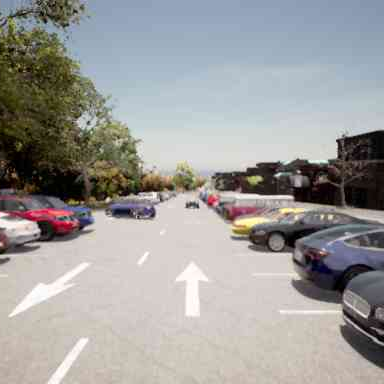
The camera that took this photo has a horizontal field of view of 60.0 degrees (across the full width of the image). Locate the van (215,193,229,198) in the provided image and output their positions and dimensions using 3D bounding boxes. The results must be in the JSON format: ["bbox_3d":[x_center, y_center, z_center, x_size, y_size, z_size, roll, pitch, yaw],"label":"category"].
[{"bbox_3d":[4.843,1.248,32.813,4.442,1.987,1.878,0,0,0],"label":"van"}]

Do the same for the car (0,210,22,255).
[{"bbox_3d":[-8.335,1.462,10.194,5.008,1.535,2.097,0,0,0],"label":"car"}]

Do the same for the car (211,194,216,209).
[{"bbox_3d":[4.694,1.351,35.616,4.553,1.767,2.185,0,0,0],"label":"car"}]

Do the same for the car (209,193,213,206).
[{"bbox_3d":[4.753,1.355,41.223,4.553,1.767,2.185,0,0,0],"label":"car"}]

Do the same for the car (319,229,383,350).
[{"bbox_3d":[4.747,1.469,4.788,4.892,1.521,2.231,0,0,0],"label":"car"}]

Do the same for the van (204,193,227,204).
[{"bbox_3d":[4.591,1.275,66.451,4.442,1.987,1.878,0,0,0],"label":"van"}]

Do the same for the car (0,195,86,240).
[{"bbox_3d":[-8.314,1.209,15.762,5.566,2.045,2.435,0,0,0],"label":"car"}]

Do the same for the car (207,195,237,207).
[{"bbox_3d":[4.684,1.365,52.436,4.553,1.767,2.185,0,0,0],"label":"car"}]

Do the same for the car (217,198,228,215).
[{"bbox_3d":[4.759,1.499,27.206,4.792,1.488,2.163,0,0,0],"label":"car"}]

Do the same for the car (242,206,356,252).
[{"bbox_3d":[4.743,1.459,13.193,5.008,1.535,2.097,0,0,0],"label":"car"}]

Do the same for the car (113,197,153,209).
[{"bbox_3d":[-8.175,1.482,46.424,5.366,1.575,1.946,0,0,0],"label":"car"}]

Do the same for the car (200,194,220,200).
[{"bbox_3d":[4.879,1.374,91.691,5.366,1.575,1.946,0,0,0],"label":"car"}]

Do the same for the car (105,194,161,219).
[{"bbox_3d":[-5.353,1.343,28.683,4.553,1.767,2.097,0,0,34],"label":"car"}]

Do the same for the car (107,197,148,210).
[{"bbox_3d":[-8.365,1.484,43.647,4.892,1.521,2.231,0,0,0],"label":"car"}]

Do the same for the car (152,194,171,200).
[{"bbox_3d":[-8.391,1.383,90.842,5.008,1.535,2.097,0,0,0],"label":"car"}]

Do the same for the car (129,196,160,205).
[{"bbox_3d":[-8.555,1.494,60.303,5.366,1.575,1.946,0,0,0],"label":"car"}]

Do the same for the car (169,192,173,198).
[{"bbox_3d":[-8.354,1.171,85.288,5.566,2.045,2.435,0,0,0],"label":"car"}]

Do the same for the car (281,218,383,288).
[{"bbox_3d":[4.770,1.493,7.585,4.792,1.488,2.163,0,0,0],"label":"car"}]

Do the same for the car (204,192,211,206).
[{"bbox_3d":[4.749,1.232,44.026,5.566,2.045,2.435,0,0,0],"label":"car"}]

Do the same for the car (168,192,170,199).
[{"bbox_3d":[-8.374,1.459,79.738,5.008,1.535,2.097,0,0,0],"label":"car"}]

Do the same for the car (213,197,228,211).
[{"bbox_3d":[4.733,1.472,30.010,5.008,1.535,2.097,0,0,0],"label":"car"}]

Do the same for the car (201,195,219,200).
[{"bbox_3d":[4.693,1.437,88.888,4.674,1.452,2.002,0,0,0],"label":"car"}]

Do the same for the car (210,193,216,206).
[{"bbox_3d":[4.755,1.353,38.419,4.553,1.767,2.185,0,0,0],"label":"car"}]

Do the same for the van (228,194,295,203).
[{"bbox_3d":[4.850,1.239,21.600,4.442,1.987,1.878,0,0,0],"label":"van"}]

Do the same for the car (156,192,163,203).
[{"bbox_3d":[-8.396,1.243,57.527,5.566,2.045,2.435,0,0,0],"label":"car"}]

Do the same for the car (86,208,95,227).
[{"bbox_3d":[-8.317,1.211,18.424,5.566,2.045,2.435,0,0,0],"label":"car"}]

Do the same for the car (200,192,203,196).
[{"bbox_3d":[4.737,1.248,63.650,5.566,2.045,2.435,0,0,0],"label":"car"}]

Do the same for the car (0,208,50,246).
[{"bbox_3d":[-8.339,1.500,12.855,4.674,1.452,2.002,0,0,0],"label":"car"}]

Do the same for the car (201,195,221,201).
[{"bbox_3d":[4.704,1.436,83.281,5.008,1.535,2.097,0,0,0],"label":"car"}]

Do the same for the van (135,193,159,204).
[{"bbox_3d":[-8.487,1.273,63.078,4.442,1.987,1.878,0,0,0],"label":"van"}]

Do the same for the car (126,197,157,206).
[{"bbox_3d":[-8.337,1.522,54.751,4.792,1.488,2.163,0,0,0],"label":"car"}]

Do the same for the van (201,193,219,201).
[{"bbox_3d":[4.580,1.191,86.083,4.442,1.987,1.878,0,0,0],"label":"van"}]

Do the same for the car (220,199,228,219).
[{"bbox_3d":[4.760,1.497,24.403,4.792,1.488,2.163,0,0,0],"label":"car"}]

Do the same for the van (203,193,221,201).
[{"bbox_3d":[4.817,1.229,80.473,4.442,1.987,1.878,0,0,0],"label":"van"}]

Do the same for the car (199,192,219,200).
[{"bbox_3d":[4.720,1.106,94.493,5.566,2.045,2.435,0,0,0],"label":"car"}]

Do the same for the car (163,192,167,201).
[{"bbox_3d":[-8.400,1.250,65.854,5.566,2.045,2.435,0,0,0],"label":"car"}]

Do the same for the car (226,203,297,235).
[{"bbox_3d":[4.551,1.457,15.993,5.366,1.575,1.946,0,0,0],"label":"car"}]

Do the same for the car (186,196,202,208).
[{"bbox_3d":[0.074,1.607,47.569,1.895,1.301,4.718,0,0,0],"label":"car"}]
